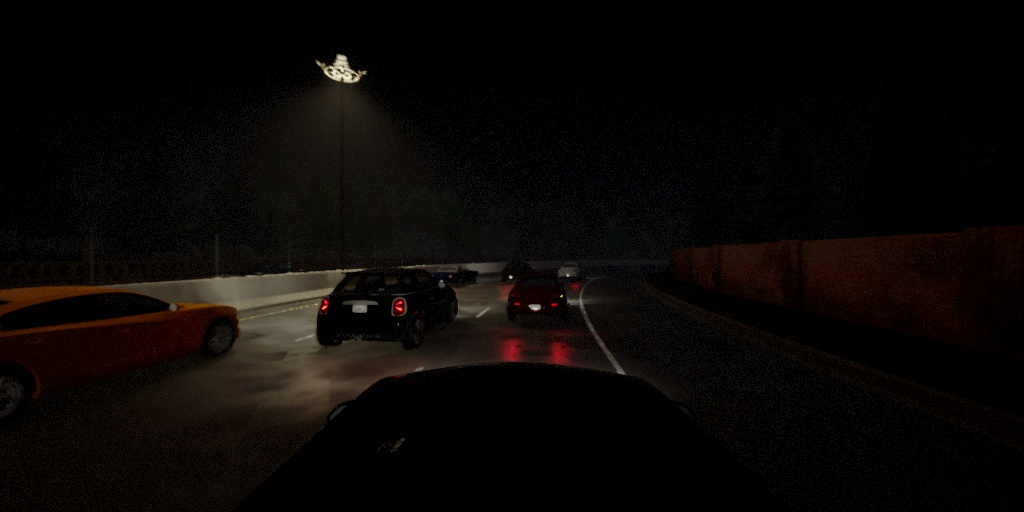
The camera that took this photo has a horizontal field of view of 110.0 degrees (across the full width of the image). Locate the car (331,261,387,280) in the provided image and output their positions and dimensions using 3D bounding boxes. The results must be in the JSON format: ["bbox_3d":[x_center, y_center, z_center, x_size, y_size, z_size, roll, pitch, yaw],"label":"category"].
[{"bbox_3d":[-13.074,1.164,31.024,1.812,1.442,4.674,0,0,17],"label":"car"}]

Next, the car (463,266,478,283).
[{"bbox_3d":[-3.851,1.292,24.429,1.895,1.301,4.718,0,0,14],"label":"car"}]

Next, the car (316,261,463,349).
[{"bbox_3d":[-2.879,1.075,9.305,2.097,1.767,4.553,0,0,5],"label":"car"}]

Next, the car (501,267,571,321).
[{"bbox_3d":[0.950,1.261,12.324,1.812,1.442,4.674,0,0,7],"label":"car"}]

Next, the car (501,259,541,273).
[{"bbox_3d":[0.595,1.211,27.244,1.837,1.490,4.892,0,0,16],"label":"car"}]

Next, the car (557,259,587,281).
[{"bbox_3d":[5.004,1.247,29.578,1.812,1.442,4.674,0,0,19],"label":"car"}]

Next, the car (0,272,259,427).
[{"bbox_3d":[-6.687,1.191,5.453,1.882,1.535,5.008,0,0,2],"label":"car"}]

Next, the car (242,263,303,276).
[{"bbox_3d":[-17.833,1.189,26.732,1.994,1.385,4.181,0,0,15],"label":"car"}]
